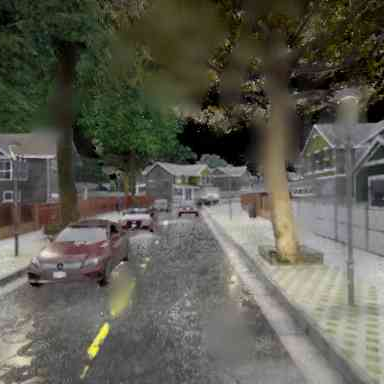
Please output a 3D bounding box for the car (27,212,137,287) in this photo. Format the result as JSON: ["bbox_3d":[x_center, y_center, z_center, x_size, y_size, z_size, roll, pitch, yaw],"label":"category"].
[{"bbox_3d":[-2.967,1.566,9.676,1.812,1.442,4.674,-1,0,-1],"label":"car"}]

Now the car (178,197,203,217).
[{"bbox_3d":[-0.321,1.460,30.624,2.033,1.411,5.357,-1,0,0],"label":"car"}]

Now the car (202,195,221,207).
[{"bbox_3d":[2.382,1.194,45.119,1.837,1.490,4.892,-2,1,25],"label":"car"}]

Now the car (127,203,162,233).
[{"bbox_3d":[-3.108,1.582,19.716,1.994,1.385,4.181,-1,0,-1],"label":"car"}]

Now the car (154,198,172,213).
[{"bbox_3d":[-3.221,1.480,35.471,1.837,1.490,4.892,-1,0,2],"label":"car"}]
